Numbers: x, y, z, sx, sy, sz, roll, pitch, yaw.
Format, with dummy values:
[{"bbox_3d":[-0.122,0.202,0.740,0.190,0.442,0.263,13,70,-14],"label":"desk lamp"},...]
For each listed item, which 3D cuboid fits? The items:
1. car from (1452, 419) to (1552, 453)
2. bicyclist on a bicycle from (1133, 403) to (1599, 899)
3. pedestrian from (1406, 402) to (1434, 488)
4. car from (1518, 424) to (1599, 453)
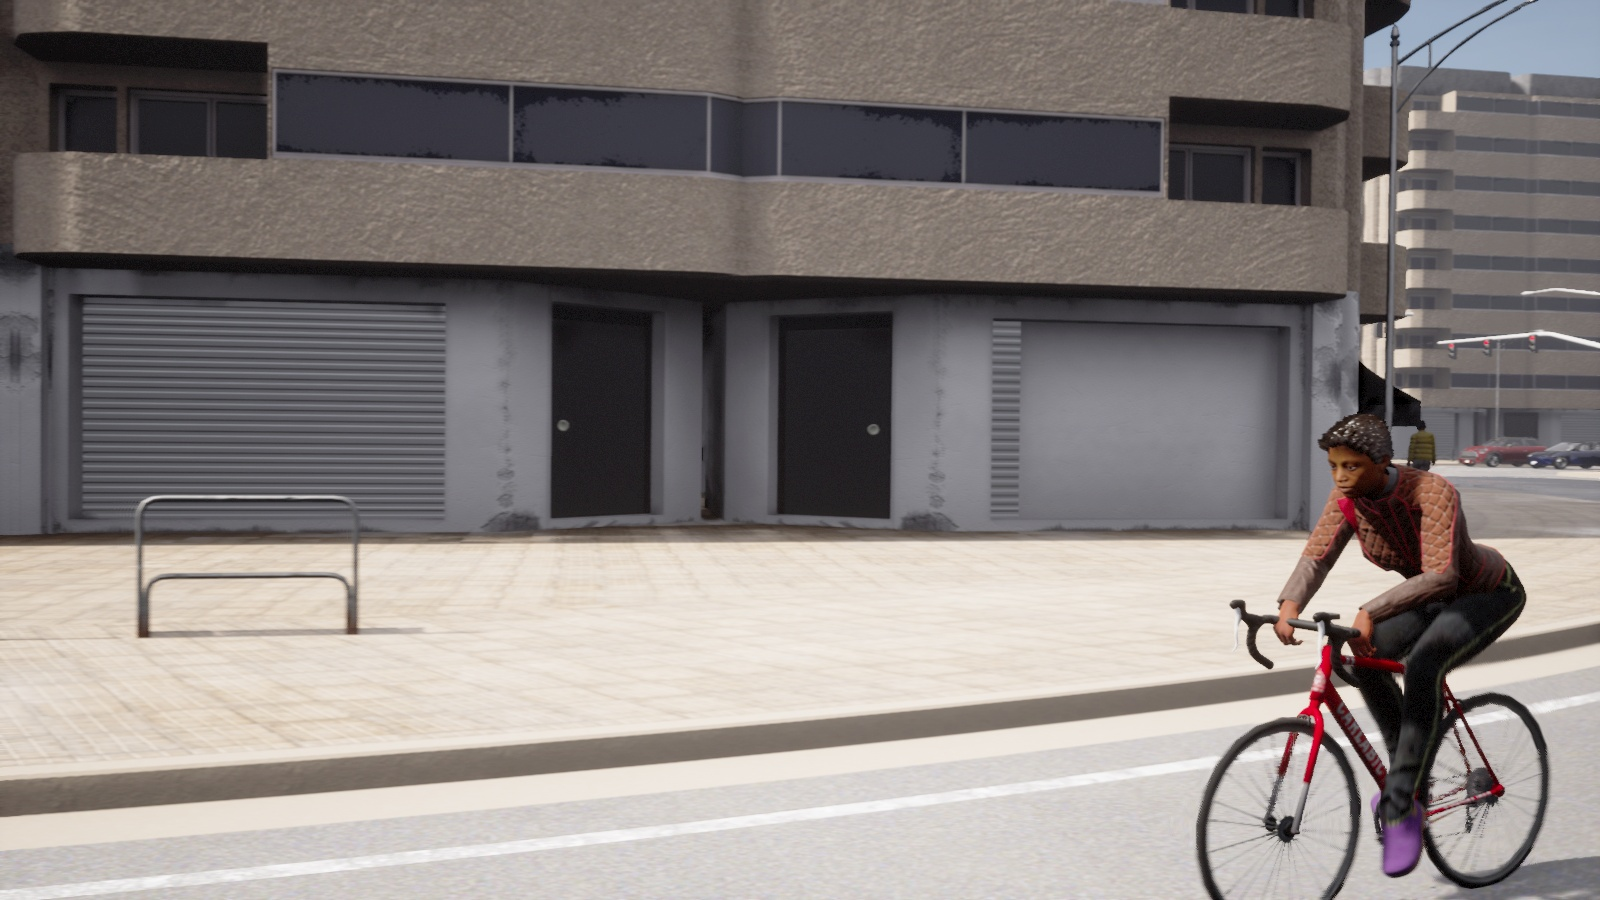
[{"bbox_3d":[38.917,-0.777,69.649,4.553,1.767,2.097,-1,1,-10],"label":"car"},{"bbox_3d":[1.947,0.668,4.104,1.656,1.620,0.582,-1,1,-26],"label":"bicyclist on a bicycle"},{"bbox_3d":[13.373,-0.107,27.084,0.431,1.840,0.709,0,1,18],"label":"pedestrian"},{"bbox_3d":[40.931,-0.610,66.441,4.792,1.488,2.163,-1,1,-10],"label":"car"}]
